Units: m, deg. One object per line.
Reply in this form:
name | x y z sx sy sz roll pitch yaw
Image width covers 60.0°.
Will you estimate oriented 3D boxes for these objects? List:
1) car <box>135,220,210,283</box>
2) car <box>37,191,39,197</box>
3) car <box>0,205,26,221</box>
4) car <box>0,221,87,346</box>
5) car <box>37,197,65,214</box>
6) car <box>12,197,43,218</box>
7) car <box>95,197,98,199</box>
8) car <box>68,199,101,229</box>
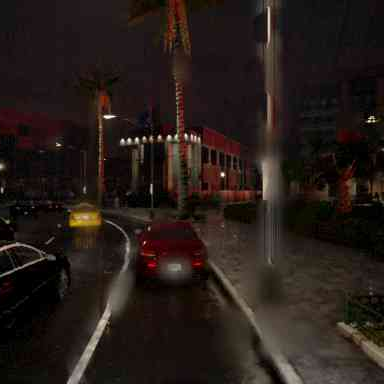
car | -0.665 1.525 9.662 1.812 1.442 4.674 0 0 -7
car | -33.931 1.226 68.961 4.553 1.767 2.185 0 0 24
car | -7.826 1.471 11.883 1.882 1.535 5.008 0 0 -11
car | -3.414 1.489 5.212 2.128 1.511 4.902 0 0 -4
car | -15.390 1.535 35.583 2.033 1.411 5.357 0 0 -41
car | -14.793 1.480 28.986 2.128 1.511 4.902 0 0 -33
car | -26.644 1.554 85.529 4.718 1.301 1.895 0 0 24
car | -6.909 1.451 21.274 1.801 1.575 5.366 0 0 -20
